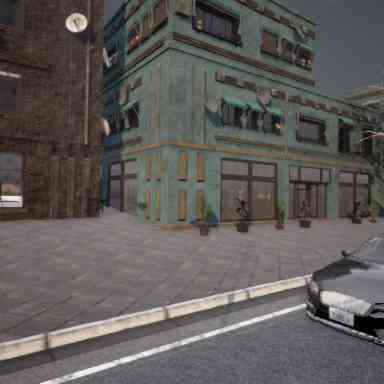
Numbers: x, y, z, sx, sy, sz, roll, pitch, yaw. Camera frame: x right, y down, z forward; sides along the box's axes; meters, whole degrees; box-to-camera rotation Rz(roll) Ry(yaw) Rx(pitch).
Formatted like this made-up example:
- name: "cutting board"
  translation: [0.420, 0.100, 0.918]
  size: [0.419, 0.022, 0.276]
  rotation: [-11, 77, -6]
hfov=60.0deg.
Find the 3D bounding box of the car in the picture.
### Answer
- name: "car"
  translation: [4.124, 1.521, 6.118]
  size: [4.902, 1.511, 2.128]
  rotation: [1, 0, -35]
